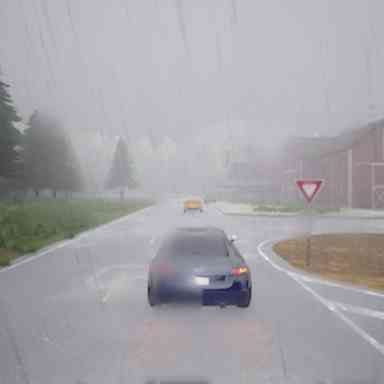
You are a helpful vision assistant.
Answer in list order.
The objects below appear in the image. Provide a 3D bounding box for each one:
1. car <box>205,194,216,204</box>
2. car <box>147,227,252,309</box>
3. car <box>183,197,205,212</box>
[{"bbox_3d":[2.983,1.092,55.470,1.816,1.474,4.193,-6,1,-2],"label":"car"},{"bbox_3d":[0.172,1.512,7.814,1.994,1.385,4.181,0,0,1],"label":"car"},{"bbox_3d":[0.105,1.245,35.519,1.882,1.535,5.008,0,0,0],"label":"car"}]
